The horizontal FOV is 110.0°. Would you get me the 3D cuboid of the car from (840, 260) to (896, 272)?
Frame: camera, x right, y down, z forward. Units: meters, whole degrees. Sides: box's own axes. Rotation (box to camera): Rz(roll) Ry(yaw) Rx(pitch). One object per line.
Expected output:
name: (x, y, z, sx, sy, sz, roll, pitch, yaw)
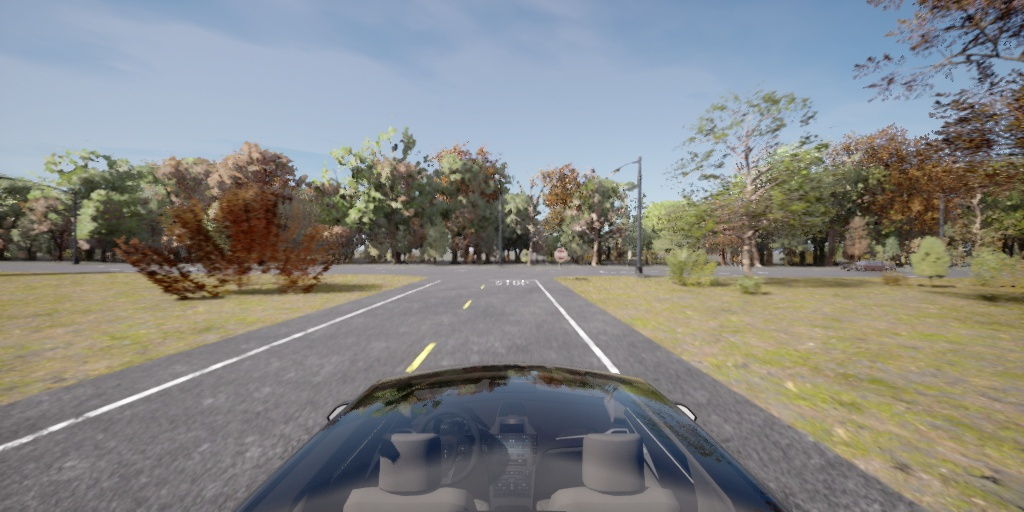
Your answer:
car: (42.758, 1.214, 43.076, 5.357, 1.411, 2.033, 0, 0, 0)
